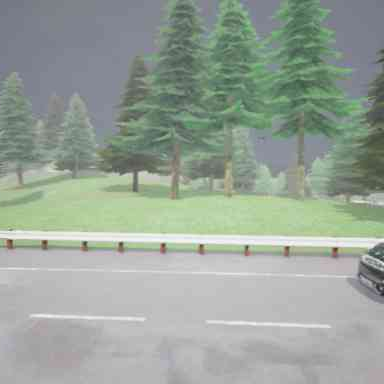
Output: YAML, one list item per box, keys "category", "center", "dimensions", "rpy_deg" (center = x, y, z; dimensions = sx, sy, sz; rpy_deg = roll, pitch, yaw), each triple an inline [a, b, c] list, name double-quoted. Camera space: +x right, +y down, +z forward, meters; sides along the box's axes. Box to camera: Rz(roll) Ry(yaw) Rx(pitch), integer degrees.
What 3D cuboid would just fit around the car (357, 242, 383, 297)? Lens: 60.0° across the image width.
- category: "car"
  center: [6.048, 1.392, 6.981]
  dimensions: [4.553, 1.767, 2.097]
  rpy_deg: [0, 0, 7]
